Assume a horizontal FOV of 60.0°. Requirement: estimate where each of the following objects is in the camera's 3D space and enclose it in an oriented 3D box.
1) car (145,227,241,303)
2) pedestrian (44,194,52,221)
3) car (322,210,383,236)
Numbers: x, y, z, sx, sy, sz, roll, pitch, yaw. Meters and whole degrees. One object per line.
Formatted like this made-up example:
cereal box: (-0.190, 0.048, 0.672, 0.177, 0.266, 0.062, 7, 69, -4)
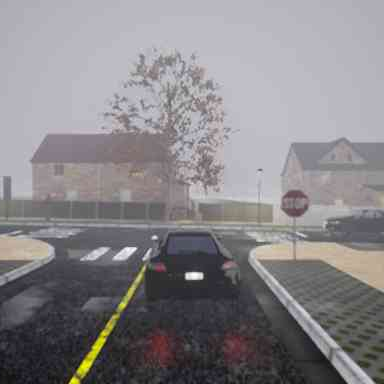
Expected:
car: (-0.093, 1.572, 8.332, 1.994, 1.385, 4.181, 0, 0, -4)
pedestrian: (-9.723, 1.038, 22.443, 0.375, 1.860, 0.375, 0, -2, 0)
car: (10.252, 1.795, 19.674, 4.902, 1.511, 2.128, 1, 0, 0)
